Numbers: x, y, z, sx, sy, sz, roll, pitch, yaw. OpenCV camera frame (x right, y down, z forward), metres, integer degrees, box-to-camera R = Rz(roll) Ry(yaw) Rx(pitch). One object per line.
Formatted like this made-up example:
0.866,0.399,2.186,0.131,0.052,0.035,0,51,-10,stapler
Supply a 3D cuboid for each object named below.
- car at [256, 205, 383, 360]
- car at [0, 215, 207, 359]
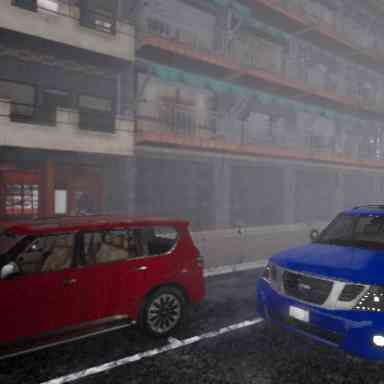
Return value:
3.662,1.279,5.991,5.566,2.045,2.150,1,0,-36,car
-2.059,1.325,5.091,5.009,1.841,2.192,1,0,-36,car
